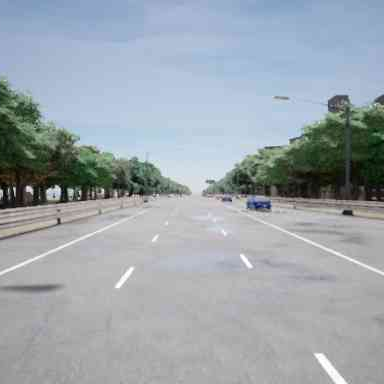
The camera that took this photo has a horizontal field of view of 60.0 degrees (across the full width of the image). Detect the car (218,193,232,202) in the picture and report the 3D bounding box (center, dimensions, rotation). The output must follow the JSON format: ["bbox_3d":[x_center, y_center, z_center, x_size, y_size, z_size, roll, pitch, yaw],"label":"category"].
[{"bbox_3d":[6.996,1.308,67.804,1.812,1.442,4.674,0,0,0],"label":"car"}]

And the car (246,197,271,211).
[{"bbox_3d":[7.822,1.368,39.378,1.882,1.535,5.008,0,0,-6],"label":"car"}]

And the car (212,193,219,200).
[{"bbox_3d":[7.035,1.127,84.890,2.097,1.767,4.553,0,0,0],"label":"car"}]
